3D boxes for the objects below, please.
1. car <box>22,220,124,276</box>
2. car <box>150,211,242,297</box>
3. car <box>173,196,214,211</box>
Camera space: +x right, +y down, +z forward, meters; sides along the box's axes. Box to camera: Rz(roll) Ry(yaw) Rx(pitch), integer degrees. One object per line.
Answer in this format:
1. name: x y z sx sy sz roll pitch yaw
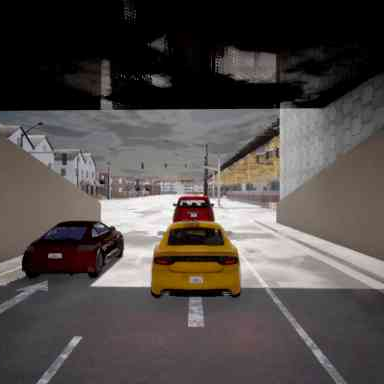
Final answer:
1. car: -3.419 1.564 10.317 1.994 1.385 4.181 0 0 0
2. car: 0.082 1.478 8.646 1.882 1.535 5.008 0 0 0
3. car: 0.087 1.222 18.633 2.150 2.045 5.566 0 0 0
